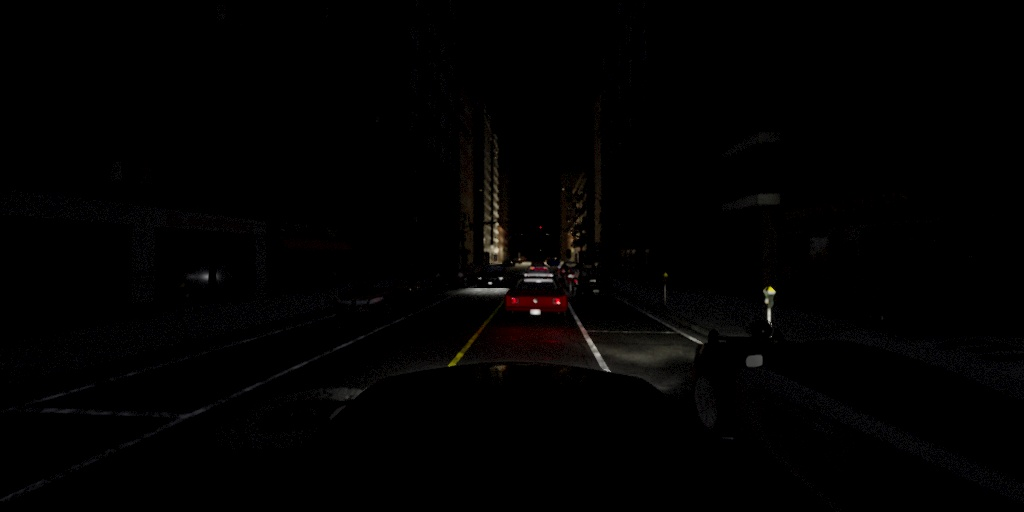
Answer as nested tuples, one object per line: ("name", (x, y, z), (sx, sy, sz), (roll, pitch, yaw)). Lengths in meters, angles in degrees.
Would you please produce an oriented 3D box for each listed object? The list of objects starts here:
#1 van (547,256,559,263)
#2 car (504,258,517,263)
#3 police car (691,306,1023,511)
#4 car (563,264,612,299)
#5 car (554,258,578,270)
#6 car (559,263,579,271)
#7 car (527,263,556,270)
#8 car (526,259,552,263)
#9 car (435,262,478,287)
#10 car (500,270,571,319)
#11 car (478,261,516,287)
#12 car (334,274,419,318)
("van", (7.275, 1.038, 61.262), (1.690, 1.789, 3.998), (0, 0, 5))
("car", (-0.725, 1.245, 61.889), (2.007, 1.370, 4.403), (0, 0, 5))
("police car", (2.977, 1.175, 2.475), (1.930, 1.638, 5.238), (0, 0, 5))
("car", (3.819, 1.287, 17.761), (2.007, 1.370, 4.403), (0, 0, 5))
("car", (4.694, 1.167, 28.764), (1.967, 1.591, 4.097), (0, 0, 5))
("car", (4.256, 1.314, 23.262), (1.802, 1.307, 4.207), (0, 0, 5))
("car", (1.800, 1.331, 24.395), (1.895, 1.301, 4.718), (0, 0, 5))
("car", (2.495, 1.247, 34.460), (1.812, 1.442, 4.674), (0, 0, 2))
("car", (-3.744, 1.169, 23.891), (1.967, 1.591, 4.097), (0, 0, 5))
("car", (0.870, 1.341, 12.676), (1.895, 1.301, 4.718), (0, 0, 5))
("car", (-1.131, 1.277, 24.634), (2.033, 1.411, 5.357), (0, 0, 5))
("car", (-4.618, 1.321, 12.888), (1.802, 1.307, 4.207), (0, 0, 5))
